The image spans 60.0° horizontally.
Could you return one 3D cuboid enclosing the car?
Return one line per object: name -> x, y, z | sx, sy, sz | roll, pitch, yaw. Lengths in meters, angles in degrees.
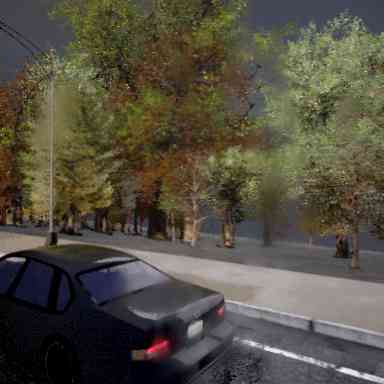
car -> -2.018, 1.544, 5.086 | 5.357, 1.411, 2.033 | 0, 0, 35
